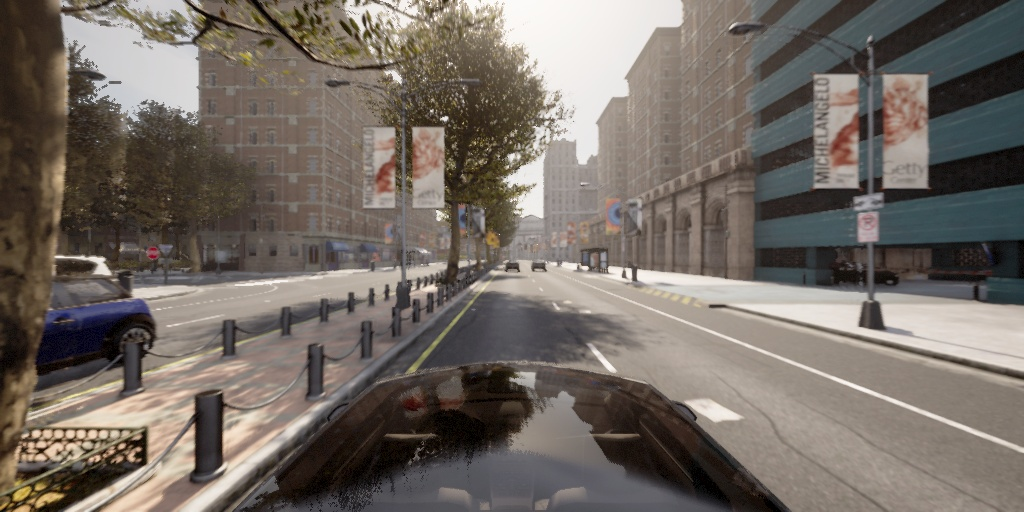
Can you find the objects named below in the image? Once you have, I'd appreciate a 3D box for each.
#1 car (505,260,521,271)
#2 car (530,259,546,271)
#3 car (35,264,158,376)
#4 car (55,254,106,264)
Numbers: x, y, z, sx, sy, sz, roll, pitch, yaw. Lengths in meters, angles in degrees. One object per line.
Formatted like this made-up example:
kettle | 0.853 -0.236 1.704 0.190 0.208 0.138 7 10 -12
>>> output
car | 0.087 1.256 47.829 1.837 1.490 4.892 0 0 0
car | 3.586 1.256 49.075 1.837 1.490 4.892 0 0 0
car | -8.074 1.102 5.111 2.097 1.767 4.553 0 0 0
car | -11.563 0.973 7.276 2.150 2.045 5.566 0 0 1
